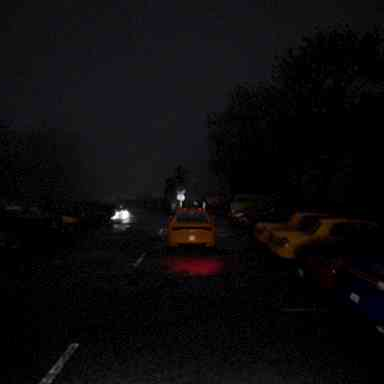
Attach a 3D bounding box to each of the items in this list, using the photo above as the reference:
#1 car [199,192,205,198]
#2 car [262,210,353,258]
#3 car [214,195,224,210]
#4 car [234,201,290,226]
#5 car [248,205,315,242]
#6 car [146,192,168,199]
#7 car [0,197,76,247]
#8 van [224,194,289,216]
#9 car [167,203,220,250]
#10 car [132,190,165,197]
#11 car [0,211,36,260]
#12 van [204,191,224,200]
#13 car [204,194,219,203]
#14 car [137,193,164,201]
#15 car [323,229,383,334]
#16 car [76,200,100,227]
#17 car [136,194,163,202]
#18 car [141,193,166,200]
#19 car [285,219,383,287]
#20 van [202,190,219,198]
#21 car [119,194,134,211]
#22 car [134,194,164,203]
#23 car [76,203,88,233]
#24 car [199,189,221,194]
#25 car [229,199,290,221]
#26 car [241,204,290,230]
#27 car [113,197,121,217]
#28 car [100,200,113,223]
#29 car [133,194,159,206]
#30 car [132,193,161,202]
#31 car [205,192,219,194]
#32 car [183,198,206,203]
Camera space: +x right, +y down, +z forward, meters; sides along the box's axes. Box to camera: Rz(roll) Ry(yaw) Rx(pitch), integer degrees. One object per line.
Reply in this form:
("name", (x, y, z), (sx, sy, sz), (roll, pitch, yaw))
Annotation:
("car", (4.567, 1.227, 62.709), (5.366, 1.575, 1.946), (0, 1, 0))
("car", (5.227, 1.507, 10.697), (5.366, 1.575, 1.946), (0, 0, 0))
("car", (3.953, 1.396, 37.339), (1.882, 1.535, 5.008), (0, 0, 9))
("car", (5.045, 1.465, 19.197), (4.674, 1.452, 2.002), (0, 1, 0))
("car", (5.227, 1.488, 13.493), (5.366, 1.575, 1.946), (0, 0, 0))
("car", (-8.345, 0.859, 79.360), (4.892, 1.521, 2.231), (0, 1, 0))
("car", (-8.010, 1.240, 13.429), (5.566, 2.045, 2.435), (0, 0, 0))
("van", (4.916, 1.113, 24.651), (4.442, 1.987, 1.878), (-1, 1, 0))
("car", (0.008, 1.479, 14.485), (1.882, 1.535, 5.008), (0, 1, 0))
("car", (-8.297, 1.043, 59.937), (5.566, 2.045, 2.435), (0, 1, 0))
("car", (-8.045, 1.511, 10.641), (4.892, 1.521, 2.231), (0, 0, 0))
("van", (4.862, 0.743, 73.904), (4.442, 1.987, 1.878), (0, 1, 0))
("car", (4.755, 1.487, 51.755), (5.008, 1.535, 2.097), (0, 1, 0))
("car", (-8.516, 1.095, 68.269), (5.366, 1.575, 1.946), (0, 1, 0))
("car", (5.035, 1.513, 5.250), (5.008, 1.535, 2.097), (0, 0, 0))
("car", (-8.006, 1.302, 19.002), (4.553, 1.767, 2.185), (0, 1, 0))
("car", (-8.323, 1.165, 65.494), (4.892, 1.521, 2.231), (0, 1, 0))
("car", (-8.520, 0.965, 73.941), (5.366, 1.575, 1.946), (0, 1, 0))
("car", (5.012, 1.547, 8.041), (4.792, 1.488, 2.163), (0, 0, 0))
("van", (4.852, 0.502, 87.621), (4.442, 1.987, 1.878), (0, 1, 0))
("car", (-7.838, 1.330, 37.186), (2.128, 1.511, 4.902), (1, -1, -10))
("car", (-8.142, 1.226, 62.719), (5.366, 1.575, 1.946), (0, 1, 0))
("car", (-8.043, 1.464, 16.225), (5.008, 1.535, 2.097), (0, 0, 0))
("car", (4.777, 0.848, 68.241), (5.566, 2.045, 2.435), (0, 1, 0))
("car", (5.045, 1.420, 21.982), (4.674, 1.452, 2.002), (0, 1, 0))
("car", (5.071, 1.493, 16.285), (4.792, 1.488, 2.163), (0, 1, 0))
("car", (-8.066, 1.368, 24.573), (4.792, 1.488, 2.163), (0, 1, 0))
("car", (-8.008, 1.413, 21.790), (4.792, 1.488, 2.163), (0, 1, 0))
("car", (-8.351, 1.454, 54.393), (4.792, 1.488, 2.163), (0, 1, 0))
("car", (-8.318, 1.359, 57.168), (5.008, 1.535, 2.097), (0, 1, 0))
("car", (4.790, 1.296, 54.522), (4.553, 1.767, 2.185), (0, 1, 0))
("car", (-0.025, 1.407, 28.996), (1.895, 1.301, 4.718), (0, 0, -1))
